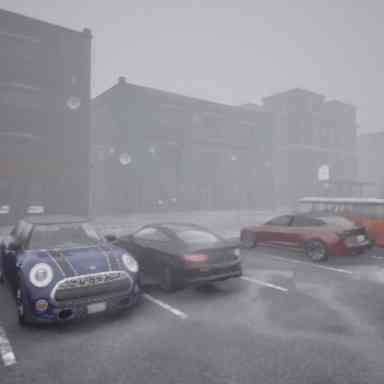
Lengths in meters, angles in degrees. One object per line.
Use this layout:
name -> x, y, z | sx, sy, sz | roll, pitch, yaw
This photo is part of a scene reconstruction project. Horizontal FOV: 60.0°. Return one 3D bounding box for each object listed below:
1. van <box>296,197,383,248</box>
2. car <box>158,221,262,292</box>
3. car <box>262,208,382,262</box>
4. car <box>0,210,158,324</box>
van -> 6.165, 1.230, 13.983 | 1.878, 1.987, 4.442 | 0, 0, -36
car -> -0.615, 1.513, 9.002 | 2.002, 1.452, 4.674 | 0, 0, -35
car -> 3.899, 1.492, 12.259 | 2.163, 1.488, 4.792 | 0, 0, -35
car -> -2.901, 1.352, 7.414 | 2.185, 1.767, 4.553 | 0, 0, -35
